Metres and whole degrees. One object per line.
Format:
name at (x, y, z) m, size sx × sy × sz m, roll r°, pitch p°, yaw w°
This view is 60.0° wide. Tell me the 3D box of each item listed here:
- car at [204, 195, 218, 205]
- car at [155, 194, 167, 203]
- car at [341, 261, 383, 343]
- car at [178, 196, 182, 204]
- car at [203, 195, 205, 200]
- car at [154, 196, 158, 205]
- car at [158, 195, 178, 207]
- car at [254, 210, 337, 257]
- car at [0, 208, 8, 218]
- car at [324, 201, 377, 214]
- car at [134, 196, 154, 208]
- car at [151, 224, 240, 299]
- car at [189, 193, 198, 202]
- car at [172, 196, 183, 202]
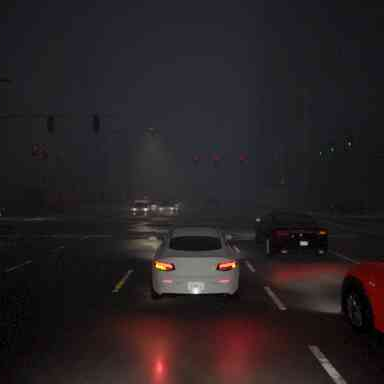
car at (3.600, 1.477, 58.687) m, size 1.882 × 1.535 × 5.008 m, roll 0°, pitch 0°, yaw 1°
car at (-6.777, 1.355, 72.715) m, size 2.097 × 1.767 × 4.553 m, roll 0°, pitch 0°, yaw 1°
car at (3.602, 1.353, 3.859) m, size 2.097 × 1.767 × 4.553 m, roll 0°, pitch 0°, yaw 0°
car at (-3.501, 1.505, 62.560) m, size 1.837 × 1.490 × 4.892 m, roll 0°, pitch 0°, yaw 1°
car at (3.990, 1.478, 89.260) m, size 1.882 × 1.535 × 5.008 m, roll 0°, pitch 0°, yaw 1°
car at (-7.075, 1.492, 58.987) m, size 2.128 × 1.511 × 4.902 m, roll 0°, pitch 0°, yaw 1°
car at (-3.704, 1.478, 51.217) m, size 1.882 × 1.535 × 5.008 m, roll 0°, pitch 0°, yaw 1°
car at (3.647, 1.478, 13.005) m, size 1.882 × 1.535 × 5.008 m, roll 0°, pitch 0°, yaw 2°
car at (-18.124, 1.601, 27.762) m, size 4.718 × 1.301 × 1.895 m, roll 0°, pitch 0°, yaw 0°
car at (16.411, 1.601, 34.676) m, size 4.718 × 1.301 × 1.895 m, roll 0°, pitch 0°, yaw 0°
car at (-7.240, 1.478, 48.823) m, size 1.882 × 1.535 × 5.008 m, roll 0°, pitch 0°, yaw 1°
car at (0.062, 1.526, 8.295) m, size 1.812 × 1.442 × 4.674 m, roll 0°, pitch 0°, yaw 0°
car at (0.329, 1.591, 79.257) m, size 1.895 × 1.301 × 4.718 m, roll 0°, pitch 0°, yaw 1°
car at (-3.237, 1.537, 75.204) m, size 2.033 × 1.411 × 5.357 m, roll 0°, pitch 0°, yaw 1°
